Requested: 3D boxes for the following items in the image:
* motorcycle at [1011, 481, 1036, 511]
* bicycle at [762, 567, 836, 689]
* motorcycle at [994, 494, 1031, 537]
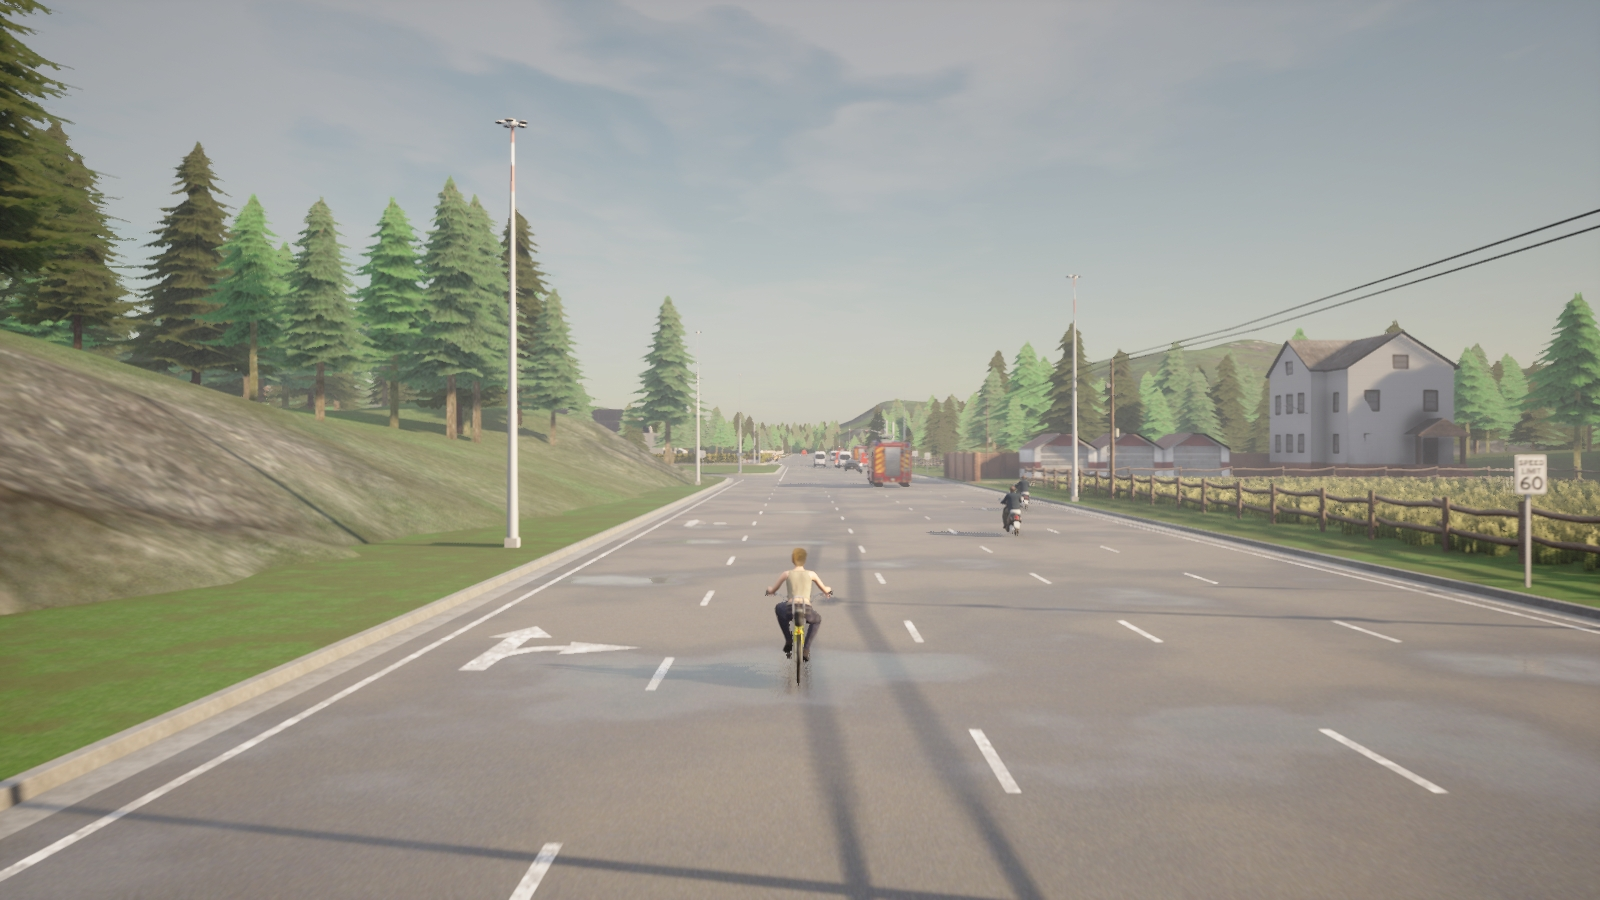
[{"bbox_3d":[10.504,2.142,53.744,0.856,1.316,1.805,0,0,0],"label":"motorcycle"},{"bbox_3d":[-0.013,2.158,14.094,0.859,1.276,1.487,0,0,0],"label":"bicycle"},{"bbox_3d":[7.004,2.142,37.739,0.856,1.316,1.805,0,0,0],"label":"motorcycle"}]
